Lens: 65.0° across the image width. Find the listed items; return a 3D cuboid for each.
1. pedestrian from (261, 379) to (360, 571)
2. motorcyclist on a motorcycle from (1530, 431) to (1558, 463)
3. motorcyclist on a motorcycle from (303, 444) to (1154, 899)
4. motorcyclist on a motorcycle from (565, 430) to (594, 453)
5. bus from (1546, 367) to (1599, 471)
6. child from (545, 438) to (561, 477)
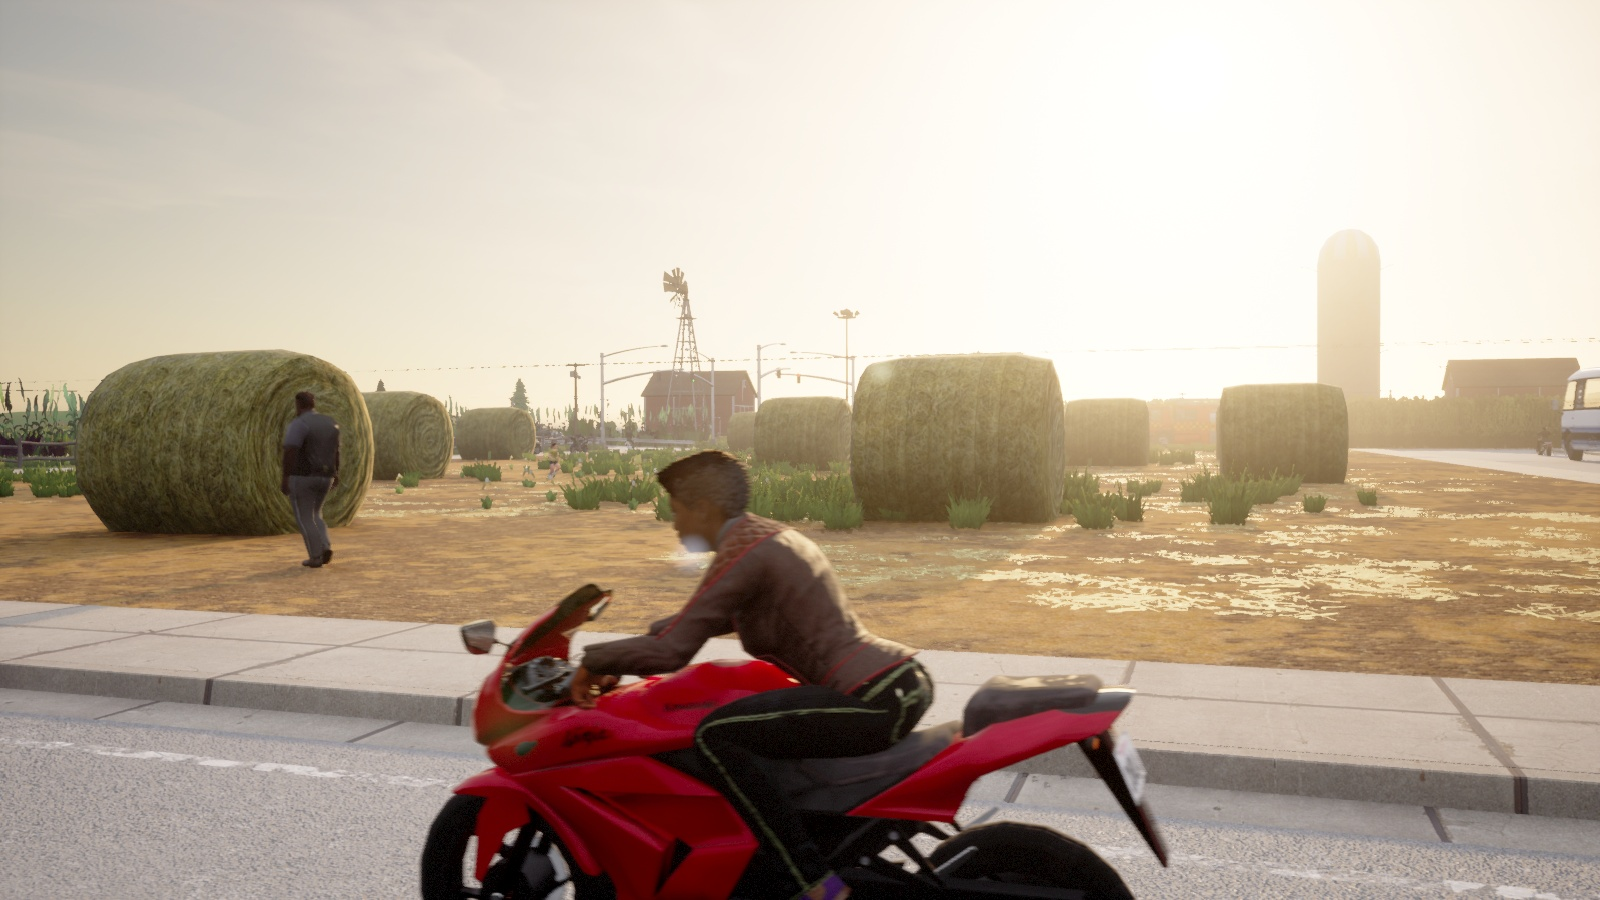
[{"bbox_3d":[-4.986,0.236,12.799,0.849,1.883,0.563,1,1,36],"label":"pedestrian"},{"bbox_3d":[39.966,-0.181,67.508,0.766,1.649,2.350,1,1,18],"label":"motorcyclist on a motorcycle"},{"bbox_3d":[-0.169,0.756,3.255,2.044,1.523,0.797,1,1,18],"label":"motorcyclist on a motorcycle"},{"bbox_3d":[-14.661,-0.565,83.480,0.866,1.530,2.191,1,1,21],"label":"motorcyclist on a motorcycle"},{"bbox_3d":[35.720,-1.308,54.047,3.944,4.253,10.273,1,1,18],"label":"bus"},{"bbox_3d":[-7.128,0.224,36.278,0.394,1.110,0.255,1,1,34],"label":"child"}]
